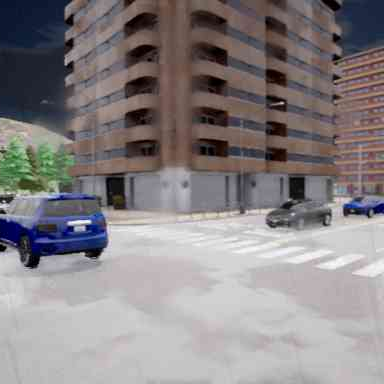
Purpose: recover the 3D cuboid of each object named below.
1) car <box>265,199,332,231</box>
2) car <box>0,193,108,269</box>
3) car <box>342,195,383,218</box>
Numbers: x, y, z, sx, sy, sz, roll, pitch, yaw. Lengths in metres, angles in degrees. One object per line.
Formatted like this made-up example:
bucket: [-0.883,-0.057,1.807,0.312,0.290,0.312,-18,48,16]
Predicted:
car: [5.924,1.183,18.239,4.892,1.490,1.837,-1,1,-43]
car: [-4.854,1.067,11.000,2.150,2.045,5.566,-1,1,-42]
car: [12.915,1.012,24.633,5.008,1.535,1.882,-1,1,-42]
